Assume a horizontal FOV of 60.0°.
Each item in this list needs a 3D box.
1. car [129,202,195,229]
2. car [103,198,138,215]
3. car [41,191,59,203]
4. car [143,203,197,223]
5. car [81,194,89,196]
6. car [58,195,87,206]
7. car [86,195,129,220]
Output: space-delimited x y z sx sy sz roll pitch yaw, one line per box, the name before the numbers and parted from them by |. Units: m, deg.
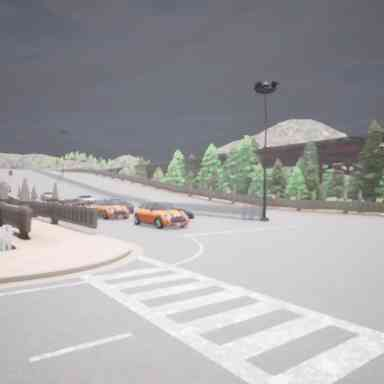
car | -2.174 1.495 22.947 2.097 1.767 4.553 1 0 -37
car | -7.914 1.519 36.294 1.837 1.490 4.892 1 2 -37
car | -19.236 0.616 45.555 1.895 1.301 4.718 1 5 -37
car | -1.997 1.725 28.496 2.033 1.411 5.357 1 0 -37
car | -13.956 1.028 44.316 1.895 1.301 4.718 1 4 -37
car | -13.370 1.367 37.704 1.895 1.301 4.718 1 3 -37
car | -7.381 1.463 29.800 2.097 1.767 4.553 1 0 -37
